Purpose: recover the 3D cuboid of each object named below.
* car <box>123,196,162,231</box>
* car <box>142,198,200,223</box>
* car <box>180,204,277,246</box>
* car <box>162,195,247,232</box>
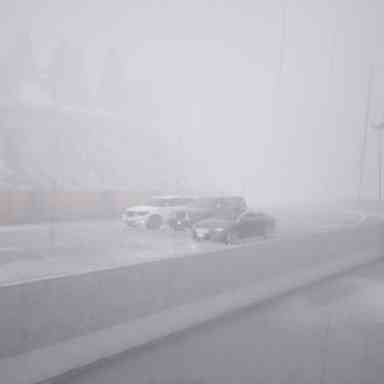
[{"bbox_3d":[-1.739,1.252,21.385,2.150,2.045,5.566,0,0,43],"label":"car"},{"bbox_3d":[-1.622,1.390,26.839,2.097,1.767,4.553,0,0,39],"label":"car"},{"bbox_3d":[2.060,1.519,15.371,2.128,1.511,4.902,0,0,44],"label":"car"},{"bbox_3d":[1.202,1.254,19.420,2.150,2.045,5.566,0,0,43],"label":"car"}]
